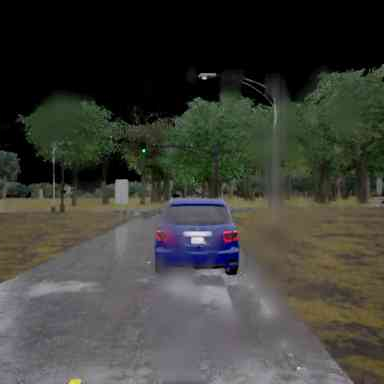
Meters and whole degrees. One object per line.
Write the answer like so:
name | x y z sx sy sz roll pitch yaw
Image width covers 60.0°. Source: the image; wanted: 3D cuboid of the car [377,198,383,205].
car | 26.345 0.943 42.461 4.892 1.490 1.837 -1 -2 0

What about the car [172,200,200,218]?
car | -0.629 1.483 29.707 1.895 1.301 4.718 0 0 -9

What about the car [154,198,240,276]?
car | 0.122 1.179 10.348 2.150 2.045 5.566 0 1 0
